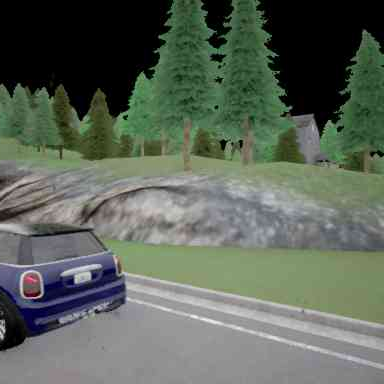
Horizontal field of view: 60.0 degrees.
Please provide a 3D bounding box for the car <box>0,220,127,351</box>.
[{"bbox_3d":[-3.429,1.352,6.438,4.553,1.767,2.097,0,0,36],"label":"car"}]
